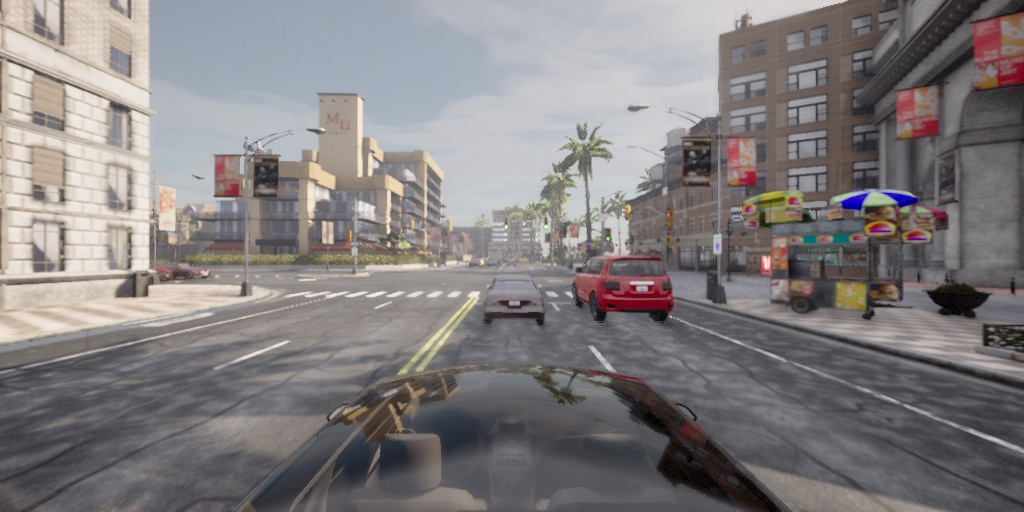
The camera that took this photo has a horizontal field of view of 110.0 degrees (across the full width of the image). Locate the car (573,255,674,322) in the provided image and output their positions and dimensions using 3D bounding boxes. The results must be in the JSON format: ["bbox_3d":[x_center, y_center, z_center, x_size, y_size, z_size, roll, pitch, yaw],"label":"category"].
[{"bbox_3d":[3.574,0.985,12.529,2.150,2.045,5.566,0,0,0],"label":"car"}]

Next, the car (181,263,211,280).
[{"bbox_3d":[-29.213,1.309,31.489,4.674,1.442,1.812,0,0,0],"label":"car"}]

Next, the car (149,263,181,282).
[{"bbox_3d":[-29.418,1.257,27.987,5.008,1.535,1.882,0,0,-1],"label":"car"}]

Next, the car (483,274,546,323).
[{"bbox_3d":[0.067,1.309,12.099,2.033,1.411,5.357,0,0,0],"label":"car"}]
